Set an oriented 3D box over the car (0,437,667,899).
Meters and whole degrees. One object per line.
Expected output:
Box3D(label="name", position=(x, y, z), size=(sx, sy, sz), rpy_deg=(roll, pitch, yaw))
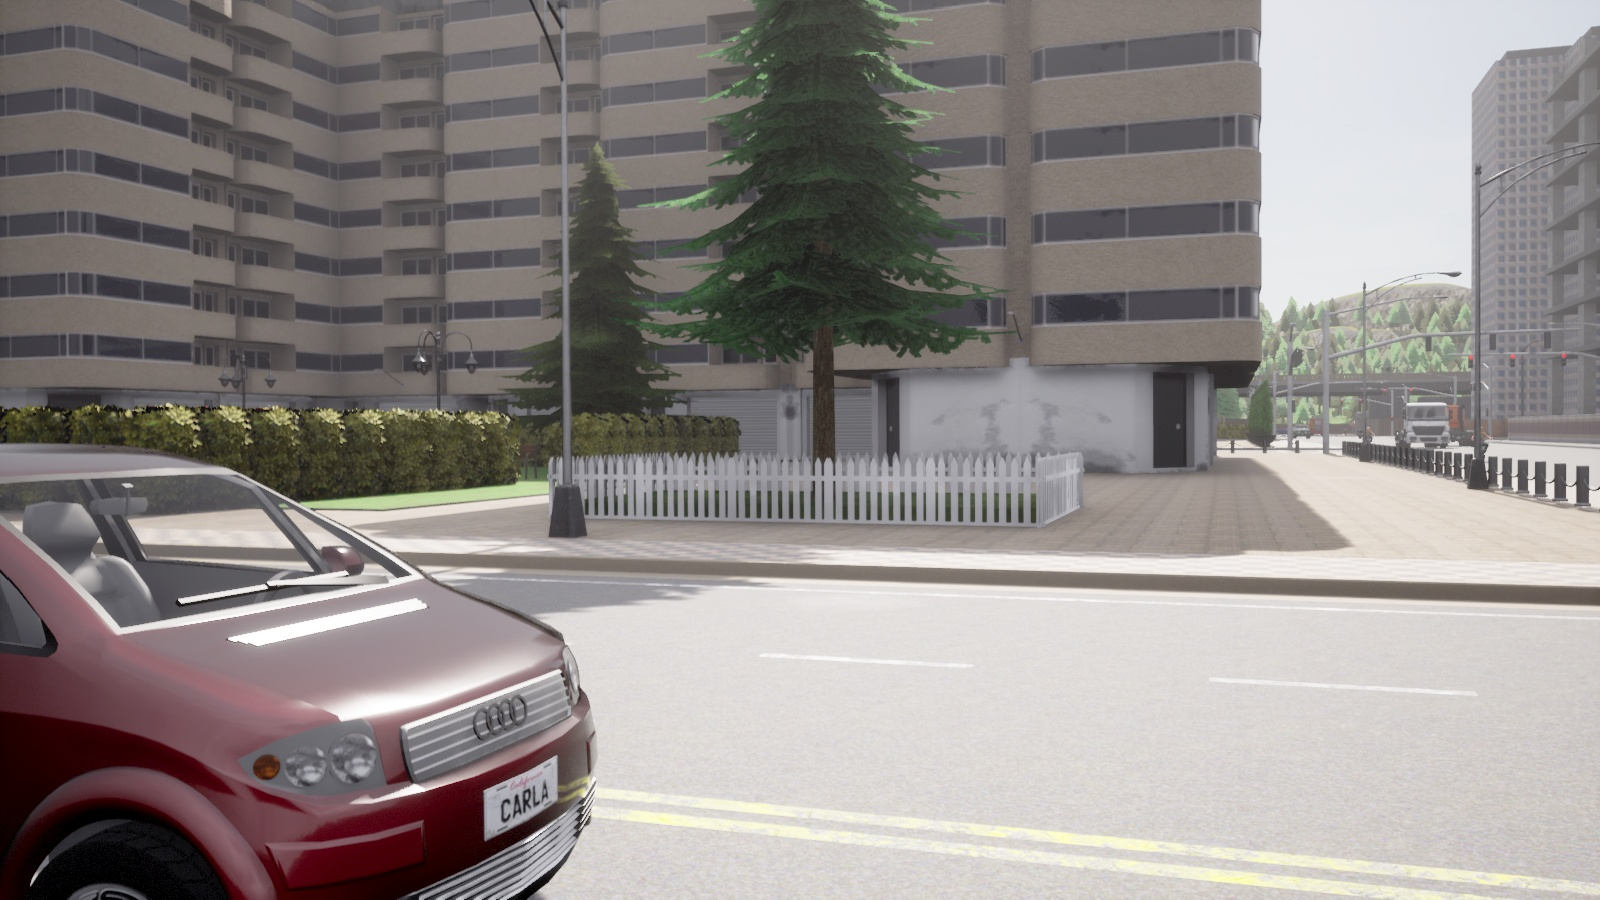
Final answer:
Box3D(label="car", position=(-2.498, 0.740, 4.035), size=(3.705, 1.549, 1.789), rpy_deg=(0, 1, 19))
